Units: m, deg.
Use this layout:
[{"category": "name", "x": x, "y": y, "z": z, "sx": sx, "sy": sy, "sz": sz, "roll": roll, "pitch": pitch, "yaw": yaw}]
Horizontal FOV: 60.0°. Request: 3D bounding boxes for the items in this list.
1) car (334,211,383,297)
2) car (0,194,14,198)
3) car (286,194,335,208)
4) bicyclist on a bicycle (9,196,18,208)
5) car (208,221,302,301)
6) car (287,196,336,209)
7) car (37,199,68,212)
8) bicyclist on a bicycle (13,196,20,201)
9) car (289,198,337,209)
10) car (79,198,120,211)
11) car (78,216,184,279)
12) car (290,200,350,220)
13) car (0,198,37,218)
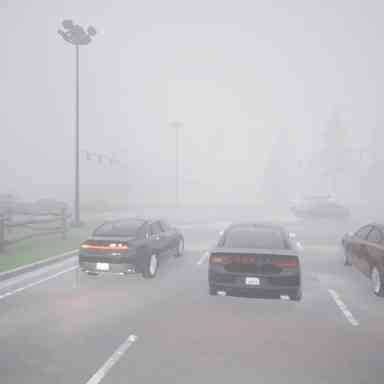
[{"category": "car", "x": 5.186, "y": 1.478, "z": 8.384, "sx": 1.882, "sy": 1.535, "sz": 5.008, "roll": 0, "pitch": 0, "yaw": 12}, {"category": "car", "x": -20.417, "y": 1.223, "z": 32.912, "sx": 5.566, "sy": 2.045, "sz": 2.150, "roll": 0, "pitch": 0, "yaw": -9}, {"category": "car", "x": 13.463, "y": 1.221, "z": 37.384, "sx": 5.566, "sy": 2.045, "sz": 2.150, "roll": 0, "pitch": 0, "yaw": 4}, {"category": "bicyclist on a bicycle", "x": -23.372, "y": 1.302, "z": 43.585, "sx": 0.582, "sy": 1.620, "sz": 1.656, "roll": 0, "pitch": 0, "yaw": -9}, {"category": "car", "x": 1.630, "y": 1.478, "z": 8.498, "sx": 1.882, "sy": 1.535, "sz": 5.008, "roll": 0, "pitch": 0, "yaw": 12}, {"category": "car", "x": 12.691, "y": 1.477, "z": 33.922, "sx": 5.008, "sy": 1.535, "sz": 1.882, "roll": 0, "pitch": 0, "yaw": 5}, {"category": "car", "x": -16.429, "y": 1.477, "z": 36.936, "sx": 5.008, "sy": 1.535, "sz": 1.882, "roll": 0, "pitch": 0, "yaw": -7}, {"category": "bicyclist on a bicycle", "x": -22.932, "y": 1.302, "z": 43.652, "sx": 0.582, "sy": 1.620, "sz": 1.656, "roll": 0, "pitch": 0, "yaw": -9}, {"category": "car", "x": 11.746, "y": 1.525, "z": 30.489, "sx": 4.674, "sy": 1.442, "sz": 1.812, "roll": 0, "pitch": 0, "yaw": 4}, {"category": "car", "x": -11.362, "y": 1.477, "z": 40.918, "sx": 5.008, "sy": 1.535, "sz": 1.882, "roll": 0, "pitch": 0, "yaw": -4}, {"category": "car", "x": -1.585, "y": 1.505, "z": 10.205, "sx": 1.837, "sy": 1.490, "sz": 4.892, "roll": 0, "pitch": 0, "yaw": 13}, {"category": "car", "x": 10.571, "y": 1.564, "z": 27.063, "sx": 4.181, "sy": 1.385, "sz": 1.994, "roll": 0, "pitch": 0, "yaw": 4}, {"category": "car", "x": -17.029, "y": 1.505, "z": 29.808, "sx": 4.892, "sy": 1.490, "sz": 1.837, "roll": 0, "pitch": -1, "yaw": -8}]
